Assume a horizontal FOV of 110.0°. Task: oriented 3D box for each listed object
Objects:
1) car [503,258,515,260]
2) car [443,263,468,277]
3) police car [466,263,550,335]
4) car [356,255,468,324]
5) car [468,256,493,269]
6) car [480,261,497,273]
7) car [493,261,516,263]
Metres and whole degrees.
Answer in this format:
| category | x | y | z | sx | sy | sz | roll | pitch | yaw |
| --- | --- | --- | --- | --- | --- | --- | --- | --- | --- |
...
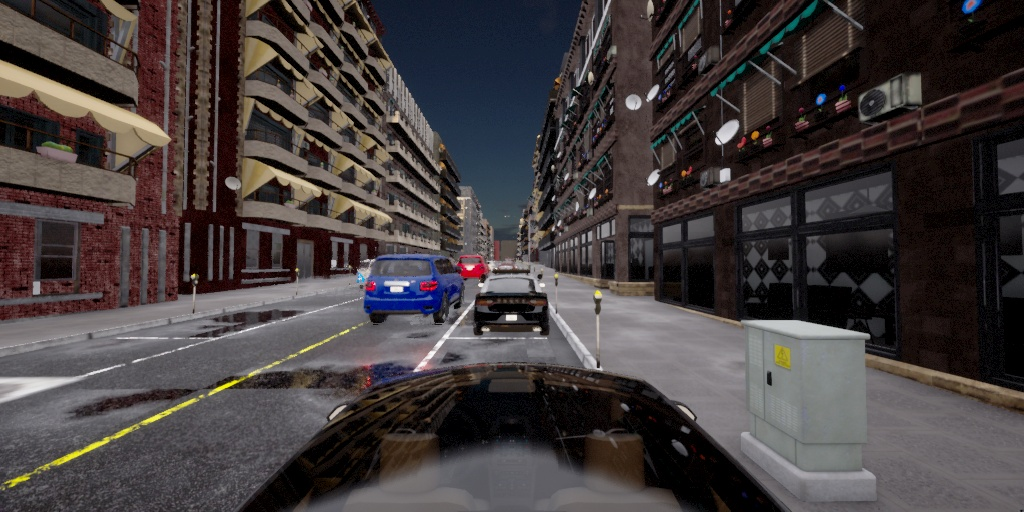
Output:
| category | x | y | z | sx | sy | sz | roll | pitch | yaw |
| --- | --- | --- | --- | --- | --- | --- | --- | --- | --- |
| car | -0.446 | 1.240 | 39.134 | 1.967 | 1.591 | 4.097 | 0 | 0 | 0 |
| car | -5.855 | 1.397 | 37.506 | 1.895 | 1.301 | 4.718 | 0 | 0 | 0 |
| police car | -0.012 | 1.180 | 10.613 | 1.930 | 1.638 | 5.238 | 0 | 0 | 0 |
| car | -3.023 | 0.977 | 12.139 | 2.150 | 2.045 | 5.566 | 0 | 0 | 0 |
| car | -2.936 | 0.996 | 27.552 | 2.150 | 2.045 | 5.566 | 0 | 0 | 0 |
| car | -2.932 | 1.339 | 44.762 | 1.812 | 1.442 | 4.674 | 0 | 0 | 0 |
| car | -0.453 | 1.322 | 28.072 | 1.888 | 1.381 | 4.507 | 0 | 0 | 0 |
